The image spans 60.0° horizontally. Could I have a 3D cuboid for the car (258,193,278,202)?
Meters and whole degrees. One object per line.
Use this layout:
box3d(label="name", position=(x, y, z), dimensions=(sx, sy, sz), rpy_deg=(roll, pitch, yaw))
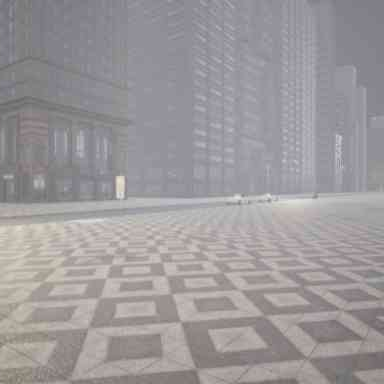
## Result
box3d(label="car", position=(12.291, 0.932, 53.822), dimensions=(1.812, 1.442, 4.674), rpy_deg=(0, 1, 35))

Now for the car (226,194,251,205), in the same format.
box3d(label="car", position=(6.362, 1.025, 45.417), dimensions=(1.812, 1.442, 4.674), rpy_deg=(0, 1, 36))
